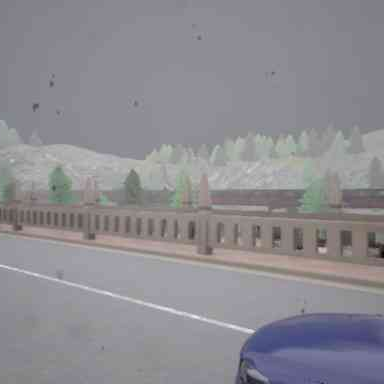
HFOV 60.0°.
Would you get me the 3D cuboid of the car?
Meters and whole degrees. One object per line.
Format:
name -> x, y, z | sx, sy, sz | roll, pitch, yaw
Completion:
car -> 2.533, 1.526, 2.185 | 4.674, 1.442, 1.812 | 0, 0, 36
